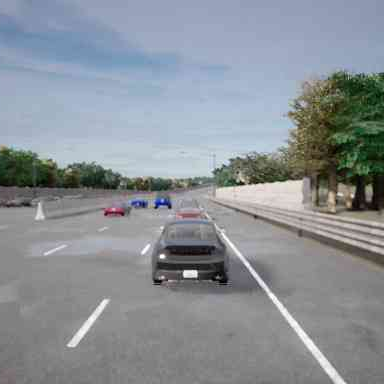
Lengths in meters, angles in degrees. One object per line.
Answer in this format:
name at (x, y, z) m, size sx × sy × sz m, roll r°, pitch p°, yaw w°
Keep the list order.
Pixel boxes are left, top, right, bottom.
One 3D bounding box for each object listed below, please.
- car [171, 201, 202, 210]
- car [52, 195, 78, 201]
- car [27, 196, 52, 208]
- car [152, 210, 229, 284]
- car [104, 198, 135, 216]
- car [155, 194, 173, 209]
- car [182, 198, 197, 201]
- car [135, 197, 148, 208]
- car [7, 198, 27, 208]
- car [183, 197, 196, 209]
car at (-0.161, 1.532, 20.657) m, size 1.812 × 1.442 × 4.674 m, roll 0°, pitch 0°, yaw -1°
car at (-18.036, 1.389, 48.407) m, size 2.097 × 1.767 × 4.553 m, roll 0°, pitch 0°, yaw -1°
car at (-21.536, 1.423, 48.358) m, size 2.097 × 1.767 × 4.553 m, roll 0°, pitch 0°, yaw -1°
car at (-0.049, 1.508, 9.580) m, size 1.837 × 1.490 × 4.892 m, roll 0°, pitch 0°, yaw 0°
car at (-7.222, 1.575, 32.573) m, size 1.994 × 1.385 × 4.181 m, roll 0°, pitch 0°, yaw 0°
car at (-3.890, 1.240, 45.627) m, size 2.150 × 2.045 × 5.566 m, roll 0°, pitch 0°, yaw -1°
car at (-0.246, 1.511, 27.606) m, size 1.837 × 1.490 × 4.892 m, roll 0°, pitch -1°, yaw -1°
car at (-7.427, 1.494, 47.772) m, size 1.882 × 1.535 × 5.008 m, roll 0°, pitch 0°, yaw -1°
car at (-25.035, 1.612, 48.280) m, size 1.994 × 1.385 × 4.181 m, roll 0°, pitch 0°, yaw -1°
car at (-0.424, 1.541, 47.619) m, size 1.812 × 1.442 × 4.674 m, roll 0°, pitch 0°, yaw -1°
